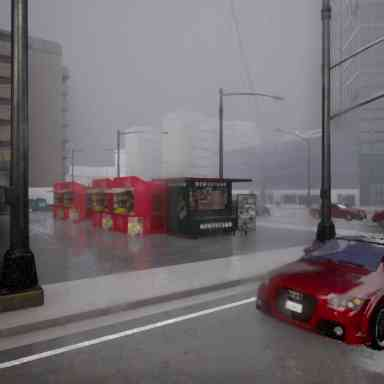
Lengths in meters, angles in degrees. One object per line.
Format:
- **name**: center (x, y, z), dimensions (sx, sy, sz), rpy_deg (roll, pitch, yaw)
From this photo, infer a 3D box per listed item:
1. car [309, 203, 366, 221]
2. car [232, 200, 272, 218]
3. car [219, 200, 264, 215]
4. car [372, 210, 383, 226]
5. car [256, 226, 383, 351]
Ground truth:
- **car**: center (12.231, 1.632, 28.230), dimensions (1.812, 1.442, 4.674), rpy_deg (0, -1, -36)
- **car**: center (5.371, 1.533, 31.732), dimensions (2.097, 1.767, 4.553), rpy_deg (0, -1, -36)
- **car**: center (5.507, 1.733, 37.523), dimensions (2.128, 1.511, 4.902), rpy_deg (0, -1, -36)
- **car**: center (13.610, 1.569, 20.360), dimensions (1.812, 1.442, 4.674), rpy_deg (0, 0, -36)
- **car**: center (3.182, 1.564, 6.228), dimensions (4.181, 1.385, 1.994), rpy_deg (0, 0, -35)
